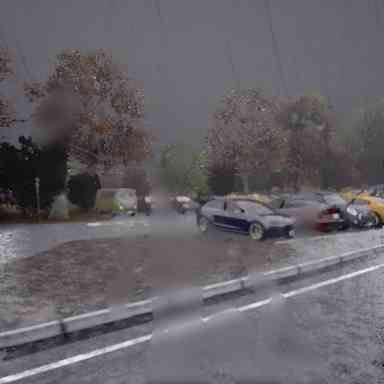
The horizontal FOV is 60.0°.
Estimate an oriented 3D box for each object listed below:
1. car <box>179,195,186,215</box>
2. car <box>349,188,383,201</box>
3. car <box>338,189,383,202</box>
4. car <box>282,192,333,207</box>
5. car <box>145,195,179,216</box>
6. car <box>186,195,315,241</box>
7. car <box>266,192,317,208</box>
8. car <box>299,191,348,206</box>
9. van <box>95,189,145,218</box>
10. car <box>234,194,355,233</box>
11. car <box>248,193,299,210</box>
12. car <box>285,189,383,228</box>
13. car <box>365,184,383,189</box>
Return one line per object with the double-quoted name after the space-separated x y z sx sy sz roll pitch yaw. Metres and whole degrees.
-1.008 1.006 27.219 2.002 1.452 4.674 0 0 -35 "car"
24.124 0.314 44.799 2.097 1.535 5.008 -3 2 -35 "car"
21.949 0.416 43.045 1.946 1.575 5.366 -2 1 -35 "car"
12.711 0.751 36.804 2.097 1.535 5.008 -2 1 -35 "car"
-3.290 1.010 25.623 2.002 1.452 4.674 0 0 -35 "car"
2.101 1.012 13.394 2.163 1.488 4.792 0 0 -35 "car"
10.425 0.812 35.205 2.097 1.535 5.008 -1 1 -35 "car"
15.101 0.678 38.475 2.231 1.521 4.892 -2 1 -35 "car"
-5.407 0.750 23.985 1.878 1.987 4.442 0 1 -35 "van"
4.349 1.008 15.037 2.163 1.488 4.792 0 0 -35 "car"
8.152 0.895 33.587 2.163 1.488 4.792 -1 1 -35 "car"
6.631 0.849 16.635 2.185 1.767 4.553 0 0 -35 "car"
11.198 0.691 19.826 2.435 2.045 5.566 -1 0 -35 "car"
